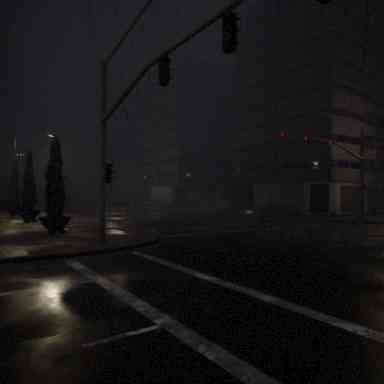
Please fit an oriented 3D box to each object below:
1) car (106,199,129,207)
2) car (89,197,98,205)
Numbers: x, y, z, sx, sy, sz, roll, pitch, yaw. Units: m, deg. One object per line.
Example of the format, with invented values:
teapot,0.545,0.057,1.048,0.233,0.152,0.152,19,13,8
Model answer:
car,-12.465,1.806,56.215,1.895,1.301,4.718,1,0,-35
car,-18.196,1.753,64.338,2.033,1.411,5.357,1,0,-35
